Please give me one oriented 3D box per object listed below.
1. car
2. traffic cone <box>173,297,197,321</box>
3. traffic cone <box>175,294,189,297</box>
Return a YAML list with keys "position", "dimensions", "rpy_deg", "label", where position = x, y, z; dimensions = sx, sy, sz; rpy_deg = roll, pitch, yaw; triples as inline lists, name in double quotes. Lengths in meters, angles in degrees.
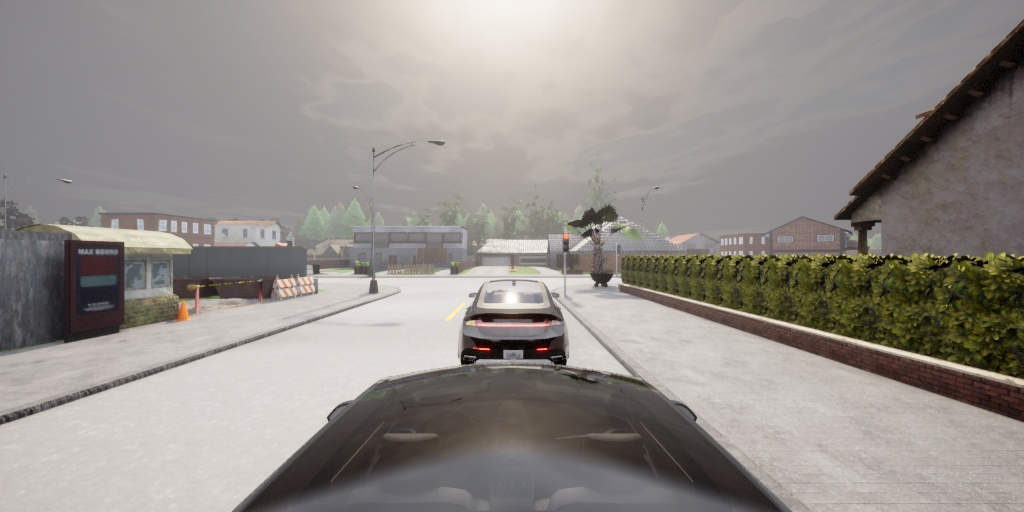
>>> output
- position: [0.042, 1.242, 7.724]
  dimensions: [2.128, 1.511, 4.902]
  rpy_deg: [0, 0, 1]
  label: "car"
- position: [-9.672, 1.598, 10.550]
  dimensions: [0.344, 0.586, 0.344]
  rpy_deg: [0, 0, 0]
  label: "traffic cone"
- position: [-10.392, 1.568, 11.070]
  dimensions: [0.344, 0.586, 0.344]
  rpy_deg: [0, 0, 0]
  label: "traffic cone"
